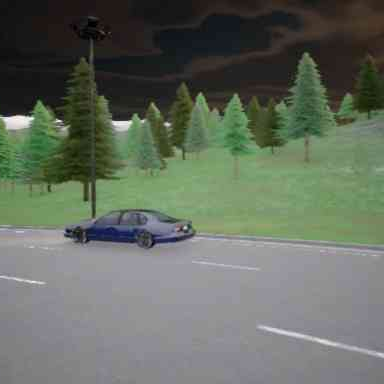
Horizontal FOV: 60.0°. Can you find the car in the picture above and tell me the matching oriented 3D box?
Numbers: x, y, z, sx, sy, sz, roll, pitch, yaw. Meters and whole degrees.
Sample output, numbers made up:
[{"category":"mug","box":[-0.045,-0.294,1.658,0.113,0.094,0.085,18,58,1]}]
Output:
[{"category":"car","box":[-2.565,1.381,13.312,5.357,1.411,2.033,0,1,23]}]
